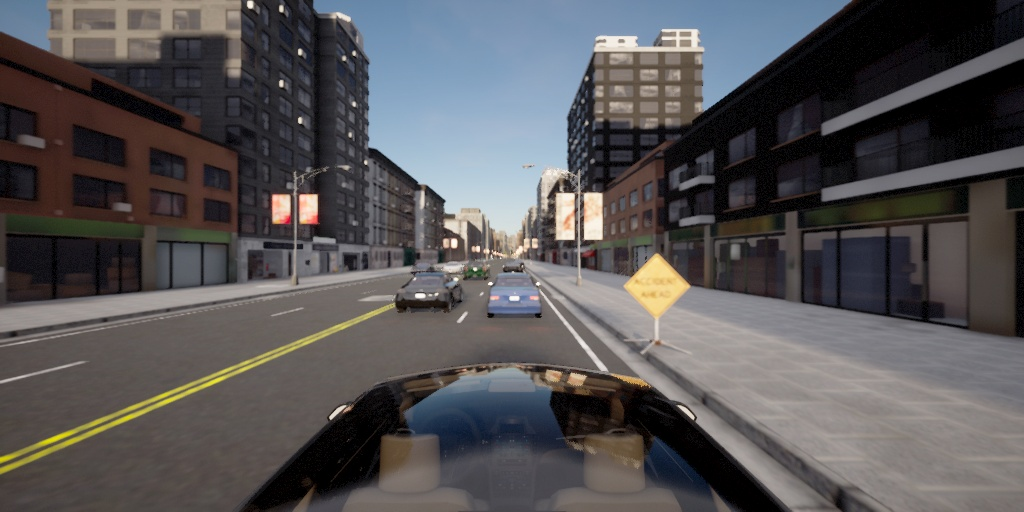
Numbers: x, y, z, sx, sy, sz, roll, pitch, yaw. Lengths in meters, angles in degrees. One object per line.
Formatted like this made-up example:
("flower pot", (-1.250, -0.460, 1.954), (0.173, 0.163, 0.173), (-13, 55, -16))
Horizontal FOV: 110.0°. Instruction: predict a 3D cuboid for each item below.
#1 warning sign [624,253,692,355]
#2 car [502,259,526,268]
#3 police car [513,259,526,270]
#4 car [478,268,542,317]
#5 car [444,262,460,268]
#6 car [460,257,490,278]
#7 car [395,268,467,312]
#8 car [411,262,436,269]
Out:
("warning sign", (2.850, 0.878, 7.103), (1.300, 1.860, 1.060), (0, 0, 0))
("car", (0.093, 1.320, 34.849), (1.882, 1.535, 5.008), (0, 0, 0))
("police car", (1.131, 1.325, 57.215), (1.930, 1.638, 5.238), (0, 0, 0))
("car", (0.085, 1.326, 13.316), (2.033, 1.411, 5.357), (0, 0, 0))
("car", (-6.597, 1.384, 40.384), (1.812, 1.442, 4.674), (0, 0, 0))
("car", (-3.160, 1.189, 33.033), (2.097, 1.767, 4.553), (0, 0, 0))
("car", (-3.166, 1.346, 14.380), (1.994, 1.385, 4.181), (0, 0, 0))
("car", (-9.852, 1.406, 40.209), (2.033, 1.411, 5.357), (0, 0, 0))
